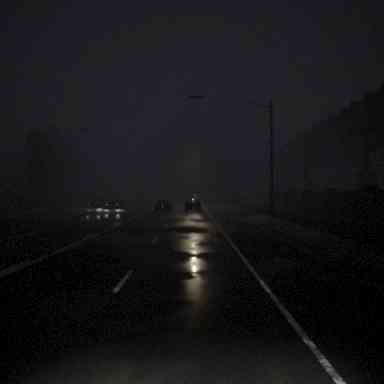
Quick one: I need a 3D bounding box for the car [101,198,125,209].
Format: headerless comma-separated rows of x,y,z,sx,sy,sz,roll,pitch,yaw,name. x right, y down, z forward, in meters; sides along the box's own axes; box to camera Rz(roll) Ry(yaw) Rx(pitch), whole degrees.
-10.571,1.565,45.815,1.837,1.490,4.892,0,-1,0,car

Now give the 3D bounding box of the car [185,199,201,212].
0.108,1.544,39.824,2.128,1.511,4.902,0,0,0,car

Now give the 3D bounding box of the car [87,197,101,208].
-14.058,1.568,49.267,1.837,1.490,4.892,0,-1,0,car

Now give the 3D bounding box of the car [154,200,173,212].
-3.392,1.617,40.188,1.994,1.385,4.181,0,0,0,car
